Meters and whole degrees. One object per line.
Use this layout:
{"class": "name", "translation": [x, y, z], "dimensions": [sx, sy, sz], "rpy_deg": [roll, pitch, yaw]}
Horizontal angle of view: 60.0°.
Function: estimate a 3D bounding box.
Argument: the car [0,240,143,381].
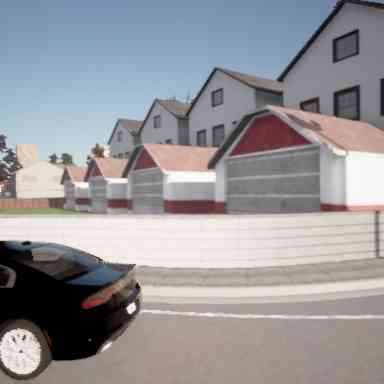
{"class": "car", "translation": [-3.274, 1.516, 5.162], "dimensions": [5.008, 1.535, 1.882], "rpy_deg": [-1, 0, 11]}
